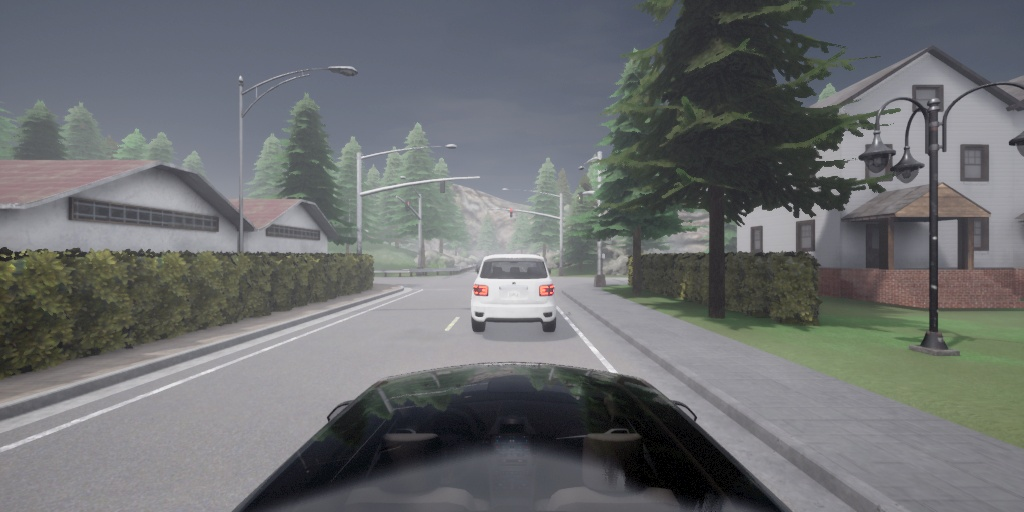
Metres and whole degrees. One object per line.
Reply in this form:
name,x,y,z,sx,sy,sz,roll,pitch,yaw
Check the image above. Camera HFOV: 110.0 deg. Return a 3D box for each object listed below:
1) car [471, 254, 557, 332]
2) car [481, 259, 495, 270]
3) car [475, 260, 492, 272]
car,0.058,0.971,10.960,2.150,2.045,5.566,0,0,0
car,-3.634,1.276,55.270,1.812,1.442,4.674,0,0,0
car,-3.629,1.254,46.033,1.837,1.490,4.892,0,0,0
